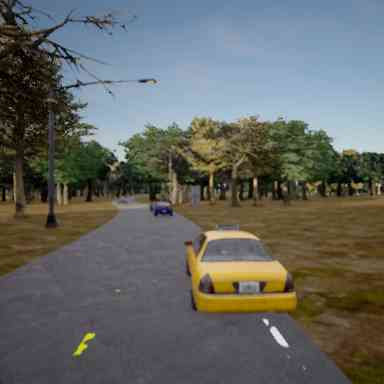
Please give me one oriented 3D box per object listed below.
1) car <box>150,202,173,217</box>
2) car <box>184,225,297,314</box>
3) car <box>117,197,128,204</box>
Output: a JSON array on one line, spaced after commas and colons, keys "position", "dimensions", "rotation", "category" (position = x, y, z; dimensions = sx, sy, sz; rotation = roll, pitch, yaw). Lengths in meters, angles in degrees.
[{"position": [-3.233, 1.825, 36.538], "dimensions": [1.882, 1.535, 5.008], "rotation": [0, 0, -10], "category": "car"}, {"position": [0.803, 1.540, 7.947], "dimensions": [1.801, 1.575, 5.366], "rotation": [0, -1, -3], "category": "car"}, {"position": [-16.099, 1.926, 76.913], "dimensions": [2.097, 1.767, 4.553], "rotation": [0, 0, -16], "category": "car"}]
